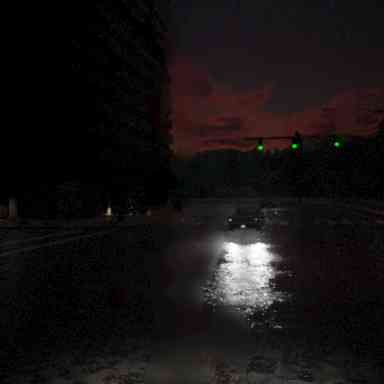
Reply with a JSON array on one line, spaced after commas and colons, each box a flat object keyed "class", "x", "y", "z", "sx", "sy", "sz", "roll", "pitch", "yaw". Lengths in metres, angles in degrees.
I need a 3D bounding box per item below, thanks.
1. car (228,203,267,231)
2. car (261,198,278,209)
[{"class": "car", "x": 3.475, "y": 1.644, "z": 21.045, "sx": 1.895, "sy": 1.301, "sz": 4.718, "roll": -2, "pitch": 0, "yaw": 16}, {"class": "car", "x": 10.536, "y": 1.510, "z": 46.137, "sx": 1.812, "sy": 1.442, "sz": 4.674, "roll": -1, "pitch": 0, "yaw": 7}]
